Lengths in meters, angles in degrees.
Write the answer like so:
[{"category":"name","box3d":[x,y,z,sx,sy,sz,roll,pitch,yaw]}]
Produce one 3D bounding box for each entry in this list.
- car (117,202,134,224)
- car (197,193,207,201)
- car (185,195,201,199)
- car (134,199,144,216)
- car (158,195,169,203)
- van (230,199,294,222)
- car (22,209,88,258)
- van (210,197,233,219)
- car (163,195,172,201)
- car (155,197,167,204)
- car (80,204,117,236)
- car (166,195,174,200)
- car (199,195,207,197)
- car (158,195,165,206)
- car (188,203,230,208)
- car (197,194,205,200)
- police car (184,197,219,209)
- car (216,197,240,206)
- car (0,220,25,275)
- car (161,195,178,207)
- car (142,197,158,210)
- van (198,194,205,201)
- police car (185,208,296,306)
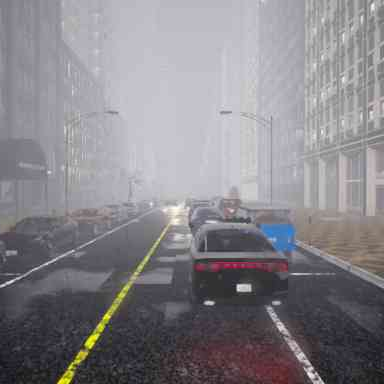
[{"category":"car","box3d":[-5.772,1.545,24.117,2.008,1.369,4.403,-1,0,0]},{"category":"car","box3d":[2.433,1.293,80.979,2.192,1.841,5.009,-1,0,0]},{"category":"car","box3d":[-0.126,1.537,45.240,2.033,1.411,5.357,0,0,0]},{"category":"car","box3d":[-5.788,1.575,29.801,1.802,1.307,4.206,-1,0,0]},{"category":"car","box3d":[-5.911,1.422,69.586,1.967,1.590,4.097,-1,0,0]},{"category":"van","box3d":[2.642,1.338,12.775,1.690,1.788,3.998,-1,0,0]},{"category":"car","box3d":[-5.736,1.563,12.750,1.947,1.339,4.313,-1,0,0]},{"category":"van","box3d":[2.590,1.334,29.826,1.690,1.788,3.998,-1,0,0]},{"category":"car","box3d":[-5.944,1.504,80.784,1.752,1.417,4.829,-1,0,0]},{"category":"car","box3d":[-5.893,1.566,63.902,1.802,1.307,4.206,-1,0,0]},{"category":"car","box3d":[-5.754,1.540,18.433,1.887,1.381,4.507,-1,0,0]},{"category":"car","box3d":[-5.980,1.540,92.321,1.947,1.339,4.313,-1,0,0]},{"category":"car","box3d":[2.523,1.538,52.560,2.008,1.369,4.403,-1,0,0]},{"category":"car","box3d":[-5.858,1.538,52.535,2.008,1.369,4.403,-1,0,0]},{"category":"car","box3d":[0.845,1.522,18.117,1.812,1.442,4.674,0,0,0]},{"category":"car","box3d":[2.400,1.414,92.346,1.967,1.590,4.097,-1,0,0]},{"category":"police car","box3d":[0.693,1.419,24.250,1.930,1.638,5.238,0,0,1]},{"category":"car","box3d":[2.607,1.309,24.143,2.192,1.841,5.009,-1,0,0]},{"category":"car","box3d":[-5.719,1.549,7.066,2.008,1.369,4.403,-1,0,0]},{"category":"car","box3d":[-3.151,1.589,50.220,1.895,1.301,4.718,0,0,0]},{"category":"car","box3d":[-5.823,1.541,41.168,2.008,1.369,4.403,-1,0,0]},{"category":"van","box3d":[2.416,1.317,86.663,1.690,1.788,3.998,-1,0,0]},{"category":"police car","box3d":[0.875,1.423,8.226,1.930,1.638,5.238,0,0,0]}]
